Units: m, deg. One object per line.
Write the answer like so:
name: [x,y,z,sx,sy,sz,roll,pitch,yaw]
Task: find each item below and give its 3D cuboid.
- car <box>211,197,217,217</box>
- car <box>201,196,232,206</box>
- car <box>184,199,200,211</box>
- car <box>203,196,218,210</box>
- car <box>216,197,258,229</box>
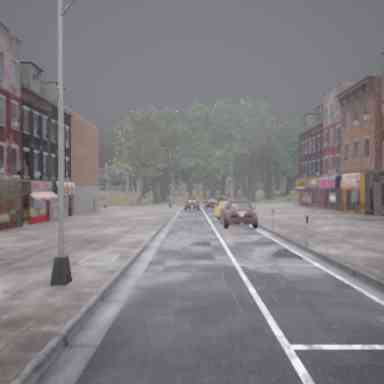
car: [3.024,1.520,29.181,1.882,1.535,5.008,0,0,0]
car: [4.225,1.502,56.236,4.892,1.490,1.837,-2,0,-24]
car: [0.030,1.600,42.307,1.812,1.442,4.674,0,0,1]
car: [2.640,1.626,45.358,1.887,1.381,4.507,-1,0,0]
car: [2.995,1.381,22.149,2.097,1.767,4.553,0,0,0]
